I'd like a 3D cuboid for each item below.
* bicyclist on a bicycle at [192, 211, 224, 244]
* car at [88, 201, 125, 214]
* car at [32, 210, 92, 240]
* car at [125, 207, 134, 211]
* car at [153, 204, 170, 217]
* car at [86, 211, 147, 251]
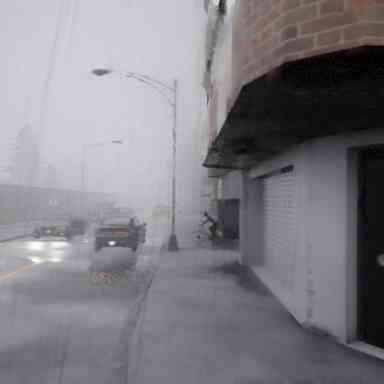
[{"bbox_3d":[0.827,1.813,16.859,1.656,1.620,0.582,1,-1,-1],"label":"bicyclist on a bicycle"},{"bbox_3d":[-7.900,1.879,29.881,2.150,2.045,5.566,1,-2,-1],"label":"car"},{"bbox_3d":[-7.647,1.956,19.565,1.994,1.385,4.181,1,-1,-1],"label":"car"},{"bbox_3d":[-8.140,2.474,40.360,2.033,1.411,5.357,1,-1,-1],"label":"car"},{"bbox_3d":[-4.131,2.491,45.970,2.097,1.767,4.553,1,-2,-1],"label":"car"},{"bbox_3d":[-3.326,1.874,15.912,1.837,1.490,4.892,1,-1,-2],"label":"car"}]
